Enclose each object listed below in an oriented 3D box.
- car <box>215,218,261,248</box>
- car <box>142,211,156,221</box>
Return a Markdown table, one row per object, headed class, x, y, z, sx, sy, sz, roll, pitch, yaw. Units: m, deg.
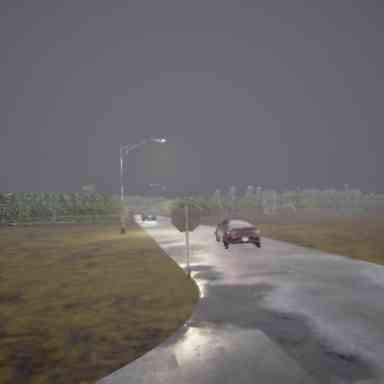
| class | x | y | z | sx | sy | sz | roll | pitch | yaw |
| --- | --- | --- | --- | --- | --- | --- | --- | --- | --- |
| car | 2.405 | 2.106 | 17.931 | 1.812 | 1.442 | 4.674 | -2 | -2 | -2 |
| car | -6.479 | 3.538 | 49.822 | 2.128 | 1.511 | 4.902 | -2 | -2 | -12 |
